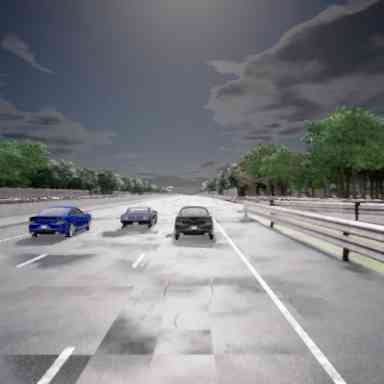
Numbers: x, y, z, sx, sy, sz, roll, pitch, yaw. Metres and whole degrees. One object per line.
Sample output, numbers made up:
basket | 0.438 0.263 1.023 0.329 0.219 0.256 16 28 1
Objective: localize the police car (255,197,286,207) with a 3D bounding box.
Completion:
police car | 9.521 1.423 41.204 2.038 1.542 4.974 -1 -1 -18

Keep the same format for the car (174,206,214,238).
car | 0.099 1.482 17.641 1.882 1.535 5.008 0 0 0

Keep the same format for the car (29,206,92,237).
car | -6.901 1.482 17.985 1.882 1.535 5.008 0 0 0

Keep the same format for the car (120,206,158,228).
car | -3.400 1.607 22.299 1.895 1.301 4.718 0 0 0
